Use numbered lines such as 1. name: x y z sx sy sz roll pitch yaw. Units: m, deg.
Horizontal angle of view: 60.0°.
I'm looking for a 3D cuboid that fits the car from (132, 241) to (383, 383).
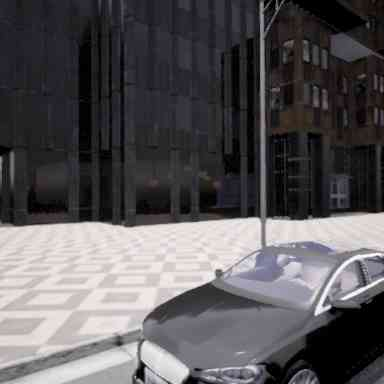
1. car: 1.560 1.514 4.624 4.902 1.511 2.128 0 0 -39
